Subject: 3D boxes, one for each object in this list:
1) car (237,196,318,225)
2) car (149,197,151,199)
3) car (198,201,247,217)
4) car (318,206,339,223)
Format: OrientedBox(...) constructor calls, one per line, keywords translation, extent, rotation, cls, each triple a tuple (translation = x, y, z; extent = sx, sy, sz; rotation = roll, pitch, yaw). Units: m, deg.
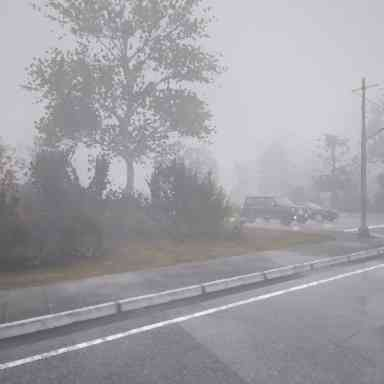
OrientedBox(translation=(6.201, 1.316, 25.101), extent=(2.150, 2.045, 5.566), rotation=(0, -1, -37), cls="car")
OrientedBox(translation=(-8.275, 1.902, 54.768), extent=(5.566, 2.045, 2.150), rotation=(-2, -1, 39), cls="car")
OrientedBox(translation=(3.049, 1.706, 34.156), extent=(1.882, 1.535, 5.008), rotation=(0, -1, -43), cls="car")
OrientedBox(translation=(9.236, 1.566, 26.845), extent=(1.882, 1.535, 5.008), rotation=(0, -1, -39), cls="car")
